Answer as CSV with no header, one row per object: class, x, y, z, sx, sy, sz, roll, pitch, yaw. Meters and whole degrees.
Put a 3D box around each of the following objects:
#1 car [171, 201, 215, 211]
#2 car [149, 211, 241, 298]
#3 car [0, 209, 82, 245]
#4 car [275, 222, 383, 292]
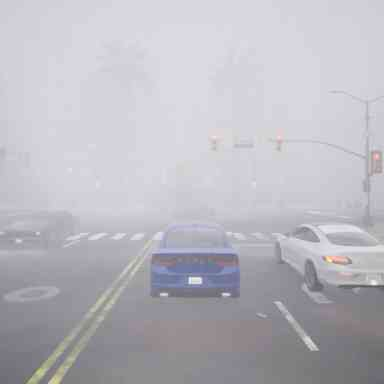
car,0.099,1.563,30.382,4.181,1.385,1.994,0,0,0
car,0.071,1.478,8.589,1.882,1.535,5.008,0,0,0
car,-6.852,1.547,15.778,2.033,1.411,5.357,0,0,0
car,3.572,1.526,8.837,1.812,1.442,4.674,0,0,0
